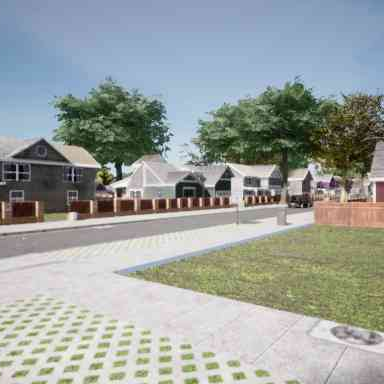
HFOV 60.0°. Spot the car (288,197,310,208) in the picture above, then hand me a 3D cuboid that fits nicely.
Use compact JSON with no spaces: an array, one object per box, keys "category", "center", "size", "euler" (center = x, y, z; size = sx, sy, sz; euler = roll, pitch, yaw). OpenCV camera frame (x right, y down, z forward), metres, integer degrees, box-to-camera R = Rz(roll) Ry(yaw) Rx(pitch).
[{"category":"car","center":[14.972,1.469,46.452],"size":[1.837,1.490,4.892],"euler":[0,0,37]}]
